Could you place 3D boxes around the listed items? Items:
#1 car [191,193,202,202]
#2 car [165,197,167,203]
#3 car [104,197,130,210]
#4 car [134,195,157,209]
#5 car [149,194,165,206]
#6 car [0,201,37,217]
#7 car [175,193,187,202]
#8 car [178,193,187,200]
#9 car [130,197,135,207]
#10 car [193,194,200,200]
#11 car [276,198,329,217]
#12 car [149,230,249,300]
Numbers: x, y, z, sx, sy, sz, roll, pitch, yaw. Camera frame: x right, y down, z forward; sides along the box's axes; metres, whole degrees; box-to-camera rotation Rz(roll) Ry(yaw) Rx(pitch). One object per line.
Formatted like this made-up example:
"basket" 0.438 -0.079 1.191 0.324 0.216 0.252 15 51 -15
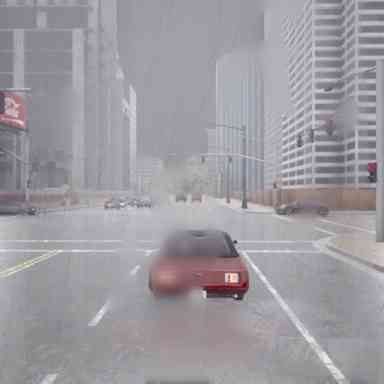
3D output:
"car" 1.029 1.216 73.416 2.150 2.045 5.566 0 0 1
"car" -6.090 1.601 66.711 1.895 1.301 4.718 0 0 1
"car" -9.995 1.491 43.276 2.128 1.511 4.902 0 0 1
"car" -6.442 1.526 46.712 1.812 1.442 4.674 0 0 1
"car" -6.304 1.490 55.840 2.128 1.511 4.902 0 0 1
"car" -16.662 1.564 30.765 4.181 1.385 1.994 0 0 1
"car" -2.471 1.216 73.466 2.150 2.045 5.566 0 0 1
"car" -2.319 1.184 84.106 2.097 1.767 4.553 0 0 1
"car" -9.857 1.491 52.704 2.128 1.511 4.902 0 0 1
"car" 1.181 1.353 84.086 1.812 1.442 4.674 0 0 1
"car" 10.051 1.352 30.528 4.553 1.767 2.097 0 0 1
"car" 0.214 1.601 8.344 1.895 1.301 4.718 0 0 2
